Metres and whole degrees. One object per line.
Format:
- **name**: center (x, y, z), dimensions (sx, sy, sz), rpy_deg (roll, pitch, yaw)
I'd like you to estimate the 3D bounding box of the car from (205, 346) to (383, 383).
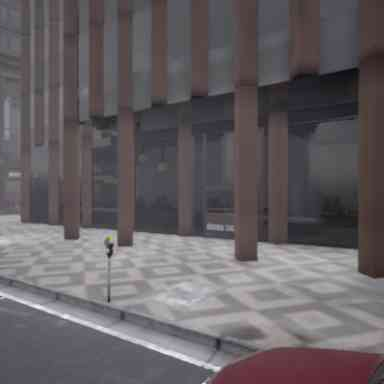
- **car**: center (1.906, 1.575, 1.709), dimensions (4.206, 1.307, 1.802), rpy_deg (-1, 0, 36)
